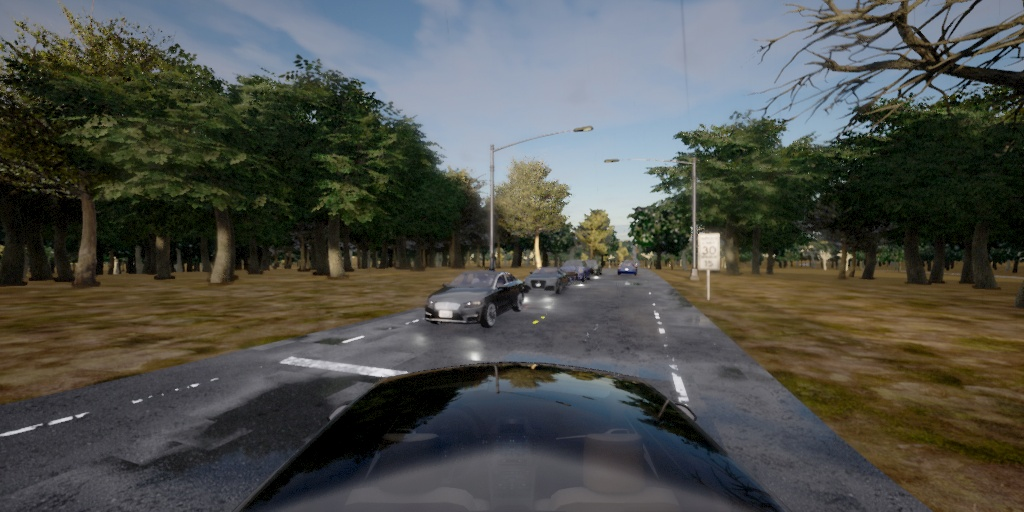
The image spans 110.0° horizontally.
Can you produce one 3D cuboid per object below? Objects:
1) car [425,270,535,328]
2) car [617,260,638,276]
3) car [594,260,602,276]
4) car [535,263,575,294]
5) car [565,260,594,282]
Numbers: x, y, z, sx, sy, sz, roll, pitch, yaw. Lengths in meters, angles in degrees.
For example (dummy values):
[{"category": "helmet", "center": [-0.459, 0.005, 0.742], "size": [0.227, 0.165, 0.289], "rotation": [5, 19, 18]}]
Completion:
[{"category": "car", "center": [-0.972, 1.230, 11.592], "size": [2.128, 1.511, 4.902], "rotation": [0, 0, 18]}, {"category": "car", "center": [12.640, 1.402, 39.276], "size": [1.994, 1.385, 4.181], "rotation": [0, -1, 20]}, {"category": "car", "center": [8.222, 1.153, 37.622], "size": [2.097, 1.767, 4.553], "rotation": [0, -1, 20]}, {"category": "car", "center": [1.996, 1.290, 20.004], "size": [1.994, 1.385, 4.181], "rotation": [0, 0, 19]}, {"category": "car", "center": [4.918, 1.085, 28.309], "size": [2.097, 1.767, 4.553], "rotation": [0, 0, 19]}]
